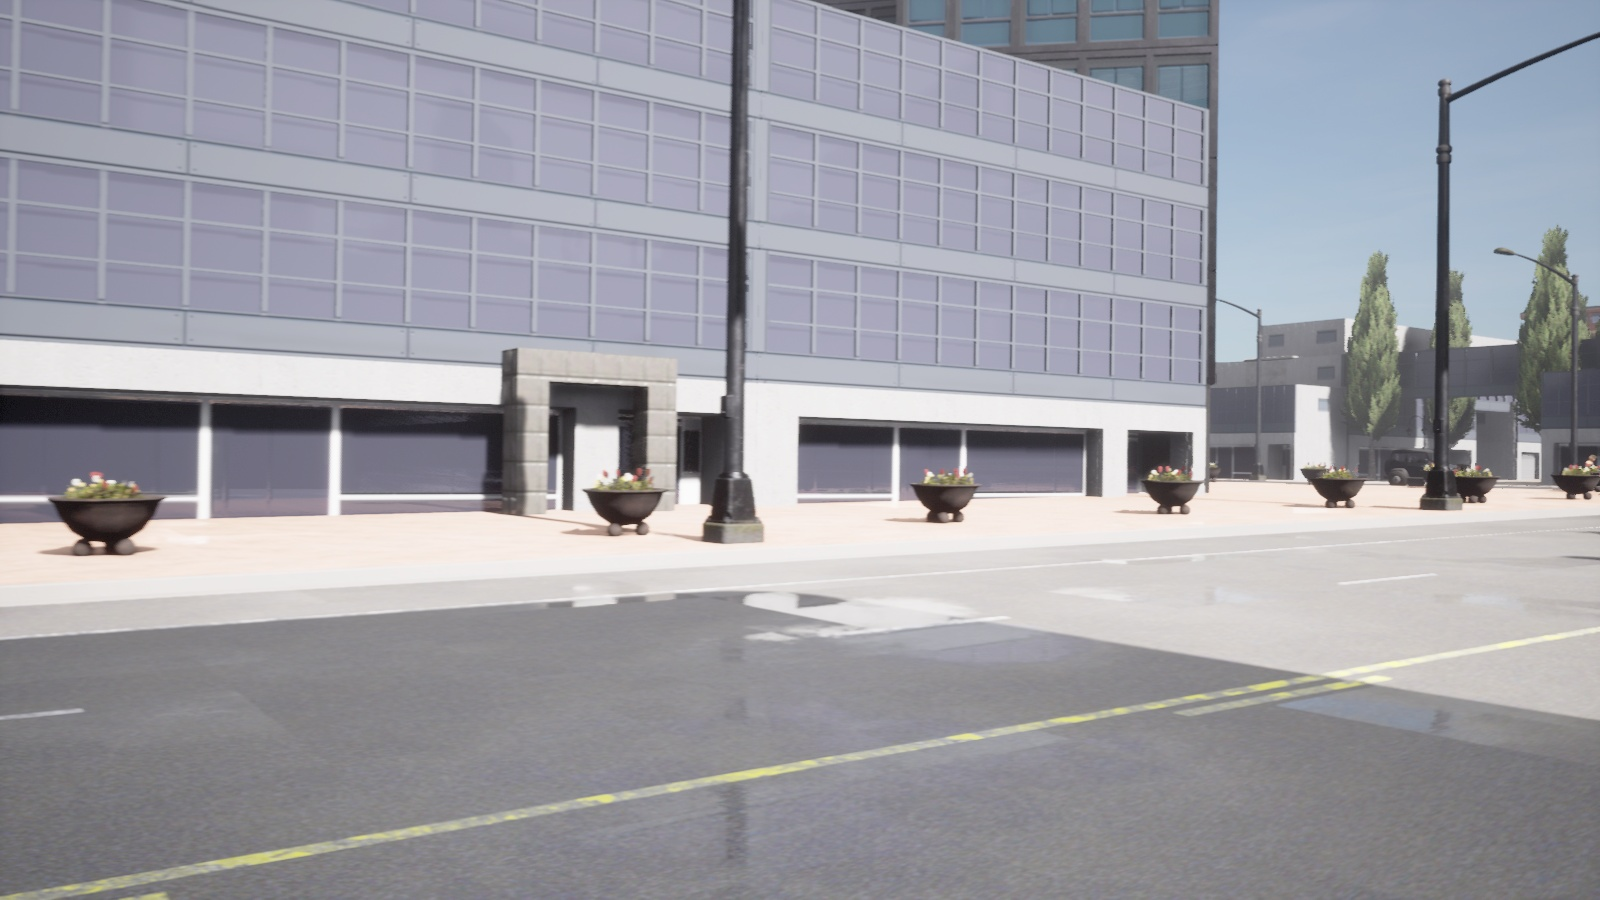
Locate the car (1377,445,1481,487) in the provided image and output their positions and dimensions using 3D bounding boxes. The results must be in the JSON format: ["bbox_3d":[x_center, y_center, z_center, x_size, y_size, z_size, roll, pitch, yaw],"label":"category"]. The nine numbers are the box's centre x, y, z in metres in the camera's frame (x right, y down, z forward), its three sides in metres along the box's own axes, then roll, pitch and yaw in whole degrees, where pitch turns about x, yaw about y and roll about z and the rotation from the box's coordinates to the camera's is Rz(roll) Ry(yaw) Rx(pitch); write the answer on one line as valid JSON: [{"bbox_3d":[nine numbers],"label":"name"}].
[{"bbox_3d":[29.052,0.745,58.108,1.905,1.878,3.866,1,-1,-35],"label":"car"}]
